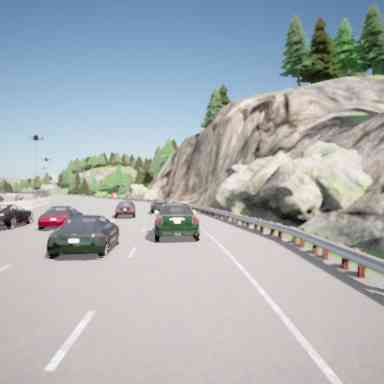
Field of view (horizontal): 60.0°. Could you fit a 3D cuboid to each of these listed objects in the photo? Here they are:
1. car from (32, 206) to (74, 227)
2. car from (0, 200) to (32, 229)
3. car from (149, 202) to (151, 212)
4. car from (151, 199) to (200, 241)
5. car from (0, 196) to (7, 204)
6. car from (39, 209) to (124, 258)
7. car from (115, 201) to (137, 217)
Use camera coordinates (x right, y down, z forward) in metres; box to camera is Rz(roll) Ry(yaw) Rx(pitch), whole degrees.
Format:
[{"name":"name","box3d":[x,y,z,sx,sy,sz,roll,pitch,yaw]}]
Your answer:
[{"name":"car","box3d":[-8.353,1.570,21.451,1.994,1.385,4.181,0,0,-7]},{"name":"car","box3d":[-11.854,1.505,21.384,2.128,1.511,4.902,0,0,-7]},{"name":"car","box3d":[-3.480,1.482,35.633,2.128,1.511,4.902,0,0,-11]},{"name":"car","box3d":[-0.840,1.346,16.962,2.097,1.767,4.553,0,0,-5]},{"name":"car","box3d":[-38.041,1.563,65.556,2.128,1.511,4.902,0,0,-22]},{"name":"car","box3d":[-4.010,1.566,12.873,1.994,1.385,4.181,0,0,-4]},{"name":"car","box3d":[-6.123,1.545,30.798,2.033,1.411,5.357,0,0,-10]}]
